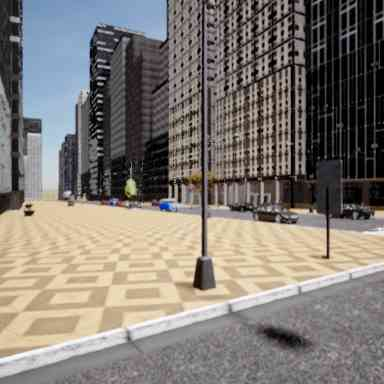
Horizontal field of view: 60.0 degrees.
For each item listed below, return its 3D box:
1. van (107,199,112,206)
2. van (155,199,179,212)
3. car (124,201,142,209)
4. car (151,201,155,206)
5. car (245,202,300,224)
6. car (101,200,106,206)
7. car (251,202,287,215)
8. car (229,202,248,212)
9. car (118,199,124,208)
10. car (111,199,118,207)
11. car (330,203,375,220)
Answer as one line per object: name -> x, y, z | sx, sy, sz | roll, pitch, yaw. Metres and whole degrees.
van -> -17.880, 2.484, 76.869 | 1.690, 1.788, 3.998 | -1, -1, -26
van -> -3.250, 1.882, 46.461 | 1.690, 1.788, 3.998 | -1, -1, -26
car -> -10.561, 2.389, 61.663 | 2.008, 1.369, 4.403 | -1, -1, -26
car -> -7.885, 2.620, 75.433 | 1.802, 1.307, 4.206 | -1, -1, -26
car -> 6.509, 1.710, 26.184 | 2.008, 1.369, 4.403 | -1, -1, -26
car -> -22.752, 2.893, 87.003 | 1.887, 1.381, 4.507 | -1, -1, -26
car -> 9.183, 1.912, 39.955 | 1.947, 1.339, 4.313 | -1, 0, -26
car -> 6.745, 2.008, 45.023 | 1.947, 1.339, 4.313 | -1, 0, -26
car -> -12.926, 2.461, 66.579 | 1.752, 1.417, 4.829 | -1, -1, -26
car -> -15.437, 2.585, 71.800 | 1.887, 1.381, 4.507 | -1, -1, -26
car -> 14.060, 1.707, 29.818 | 2.008, 1.369, 4.403 | -1, 0, -26
